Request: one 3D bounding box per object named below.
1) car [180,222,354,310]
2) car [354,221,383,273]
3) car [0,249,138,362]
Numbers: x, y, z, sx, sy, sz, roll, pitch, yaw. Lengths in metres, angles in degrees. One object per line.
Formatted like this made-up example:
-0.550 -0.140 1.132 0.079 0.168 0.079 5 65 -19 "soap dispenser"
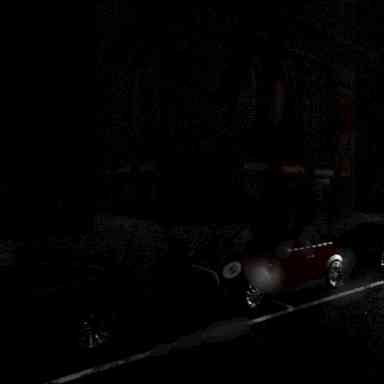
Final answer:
1.701 1.496 7.857 4.097 1.590 1.967 1 0 -35 "car"
6.261 1.677 11.109 4.313 1.339 1.947 1 0 -35 "car"
-2.861 1.567 4.605 4.313 1.339 1.947 1 0 -35 "car"
